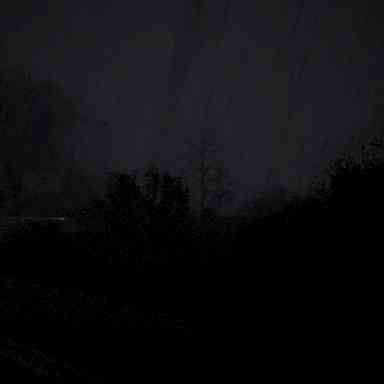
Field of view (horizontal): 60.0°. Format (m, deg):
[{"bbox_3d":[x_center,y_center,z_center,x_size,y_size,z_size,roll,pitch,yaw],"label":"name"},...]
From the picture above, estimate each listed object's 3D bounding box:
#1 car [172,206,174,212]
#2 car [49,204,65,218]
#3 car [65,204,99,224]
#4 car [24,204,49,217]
[{"bbox_3d":[-4.452,2.874,55.648,2.097,1.767,4.553,0,-2,22],"label":"car"},{"bbox_3d":[-12.546,2.050,35.406,1.994,1.385,4.181,0,-2,22],"label":"car"},{"bbox_3d":[-7.856,1.793,27.958,2.128,1.511,4.902,0,-2,22],"label":"car"},{"bbox_3d":[-16.026,2.008,36.121,1.994,1.385,4.181,0,-2,22],"label":"car"}]
